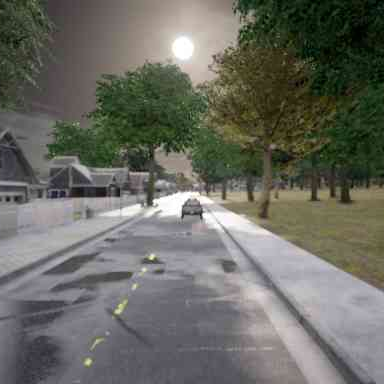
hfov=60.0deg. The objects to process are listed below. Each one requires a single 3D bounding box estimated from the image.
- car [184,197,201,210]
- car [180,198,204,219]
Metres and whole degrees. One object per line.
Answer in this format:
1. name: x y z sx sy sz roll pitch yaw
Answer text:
1. car: 0.044 1.415 42.196 2.033 1.411 5.357 0 0 1
2. car: 0.012 1.418 28.538 2.128 1.511 4.902 0 0 0
